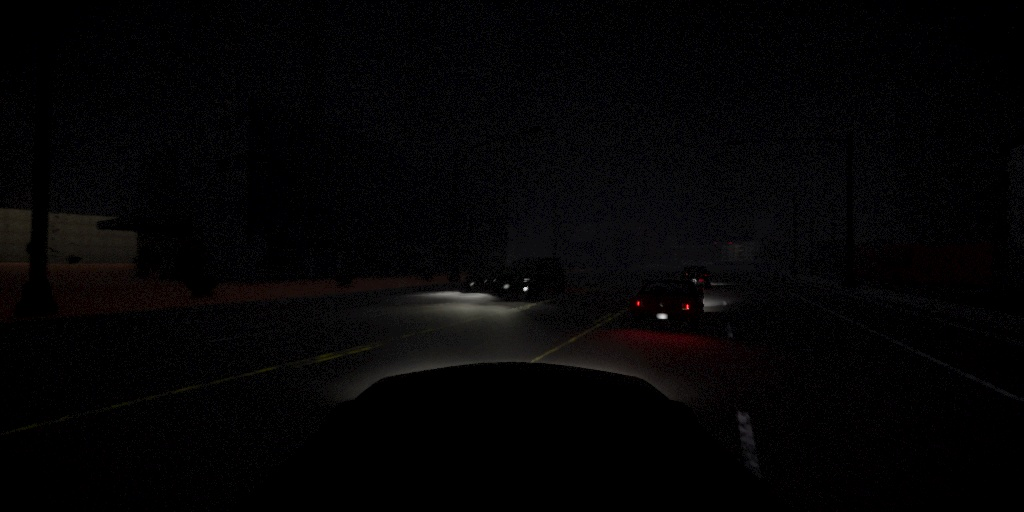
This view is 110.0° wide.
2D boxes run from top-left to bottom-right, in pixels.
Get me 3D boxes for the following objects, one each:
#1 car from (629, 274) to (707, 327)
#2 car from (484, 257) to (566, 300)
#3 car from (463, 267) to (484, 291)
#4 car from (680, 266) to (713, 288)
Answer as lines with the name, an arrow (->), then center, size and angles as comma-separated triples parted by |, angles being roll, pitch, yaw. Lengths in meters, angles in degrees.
car -> 5.425, 1.457, 12.232 | 1.895, 1.301, 4.718 | 0, 0, 30
car -> 1.095, 1.078, 19.164 | 2.150, 2.045, 5.566 | 0, 0, 30
car -> -1.072, 1.362, 22.427 | 1.837, 1.490, 4.892 | 0, 0, 30
car -> 13.564, 1.466, 26.469 | 1.837, 1.490, 4.892 | 0, 0, 30
